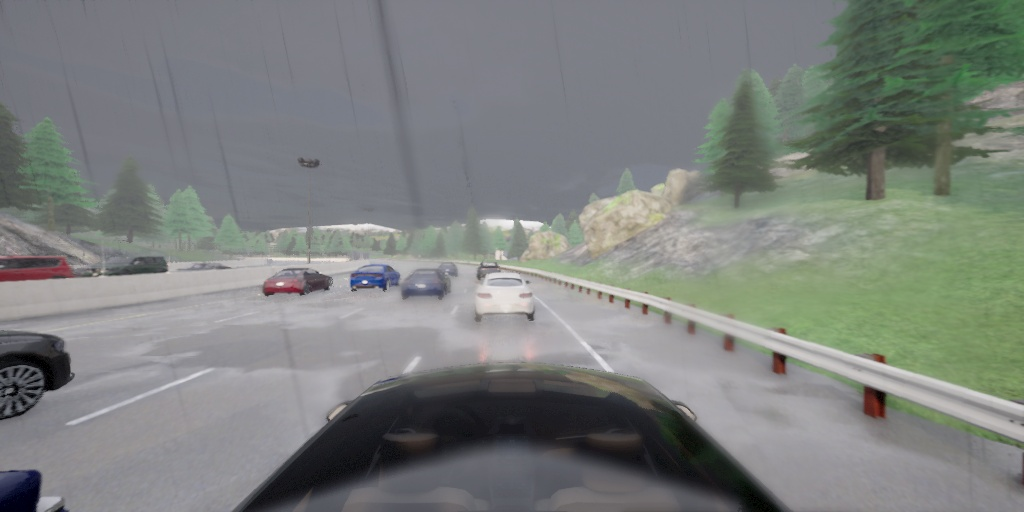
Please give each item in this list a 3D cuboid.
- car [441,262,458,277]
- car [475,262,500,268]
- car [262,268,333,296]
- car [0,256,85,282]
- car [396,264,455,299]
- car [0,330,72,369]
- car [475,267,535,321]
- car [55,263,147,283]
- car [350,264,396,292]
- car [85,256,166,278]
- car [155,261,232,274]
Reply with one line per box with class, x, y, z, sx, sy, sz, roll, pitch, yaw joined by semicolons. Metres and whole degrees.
car;-6.321;1.283;35.242;1.994;1.385;4.181;0;0;-9
car;-1.991;1.209;30.055;2.128;1.511;4.902;0;0;-8
car;-11.315;1.313;19.216;1.994;1.385;4.181;0;0;-5
car;-25.389;1.000;17.650;2.150;2.045;5.566;0;0;-5
car;-4.184;1.301;17.955;1.994;1.385;4.181;0;0;-5
car;-6.990;1.254;2.894;2.128;1.511;4.902;0;0;-1
car;-0.286;1.262;12.276;1.812;1.442;4.674;0;0;-3
car;-33.861;1.327;29.820;2.033;1.411;5.357;0;0;-8
car;-7.994;1.218;21.390;1.882;1.535;5.008;0;0;-5
car;-30.123;0.997;28.334;2.150;2.045;5.566;0;0;-8
car;-22.823;1.255;26.377;2.128;1.511;4.902;0;0;-7
